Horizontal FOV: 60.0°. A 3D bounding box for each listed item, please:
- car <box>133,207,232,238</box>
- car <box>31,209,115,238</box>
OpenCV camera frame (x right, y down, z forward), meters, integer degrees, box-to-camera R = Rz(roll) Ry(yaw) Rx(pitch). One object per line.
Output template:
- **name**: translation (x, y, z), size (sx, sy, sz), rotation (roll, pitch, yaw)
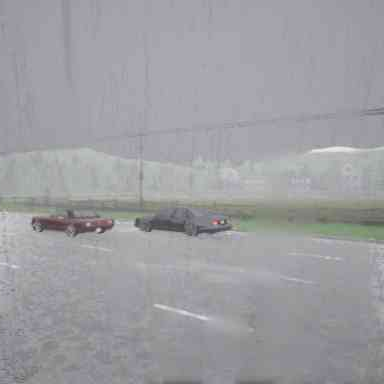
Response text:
- **car**: translation (-0.600, 1.476, 17.316), size (5.357, 1.411, 2.033), rotation (0, 0, 35)
- **car**: translation (-6.228, 1.498, 17.028), size (4.718, 1.301, 1.895), rotation (0, 0, 35)
